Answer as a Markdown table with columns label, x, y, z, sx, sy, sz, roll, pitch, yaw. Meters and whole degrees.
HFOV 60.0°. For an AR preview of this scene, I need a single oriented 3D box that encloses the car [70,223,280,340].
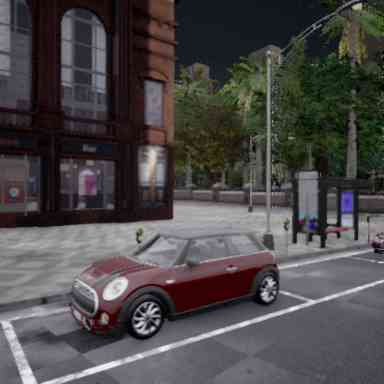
| label | x | y | z | sx | sy | sz | roll | pitch | yaw |
| --- | --- | --- | --- | --- | --- | --- | --- | --- | --- |
| car | -0.202 | 1.468 | 6.510 | 4.097 | 1.590 | 1.967 | 1 | -1 | -36 |

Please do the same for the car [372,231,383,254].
| label | x | y | z | sx | sy | sz | roll | pitch | yaw |
| --- | --- | --- | --- | --- | --- | --- | --- | --- | --- |
| car | 8.626 | 1.693 | 12.819 | 4.206 | 1.307 | 1.802 | 1 | -1 | -36 |
